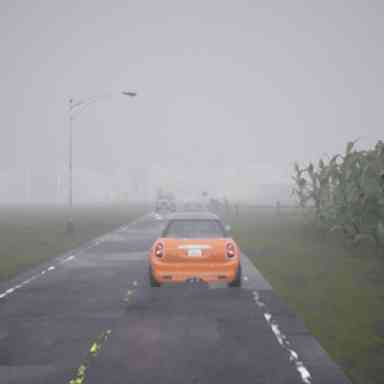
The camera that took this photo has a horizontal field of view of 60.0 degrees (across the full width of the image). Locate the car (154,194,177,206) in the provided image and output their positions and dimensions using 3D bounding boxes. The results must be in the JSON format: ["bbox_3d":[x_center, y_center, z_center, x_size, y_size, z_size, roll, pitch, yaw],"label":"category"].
[{"bbox_3d":[-2.818,1.199,36.561,2.150,2.045,5.566,0,0,0],"label":"car"}]

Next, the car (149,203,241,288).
[{"bbox_3d":[0.076,1.344,9.369,2.097,1.767,4.553,0,0,0],"label":"car"}]
